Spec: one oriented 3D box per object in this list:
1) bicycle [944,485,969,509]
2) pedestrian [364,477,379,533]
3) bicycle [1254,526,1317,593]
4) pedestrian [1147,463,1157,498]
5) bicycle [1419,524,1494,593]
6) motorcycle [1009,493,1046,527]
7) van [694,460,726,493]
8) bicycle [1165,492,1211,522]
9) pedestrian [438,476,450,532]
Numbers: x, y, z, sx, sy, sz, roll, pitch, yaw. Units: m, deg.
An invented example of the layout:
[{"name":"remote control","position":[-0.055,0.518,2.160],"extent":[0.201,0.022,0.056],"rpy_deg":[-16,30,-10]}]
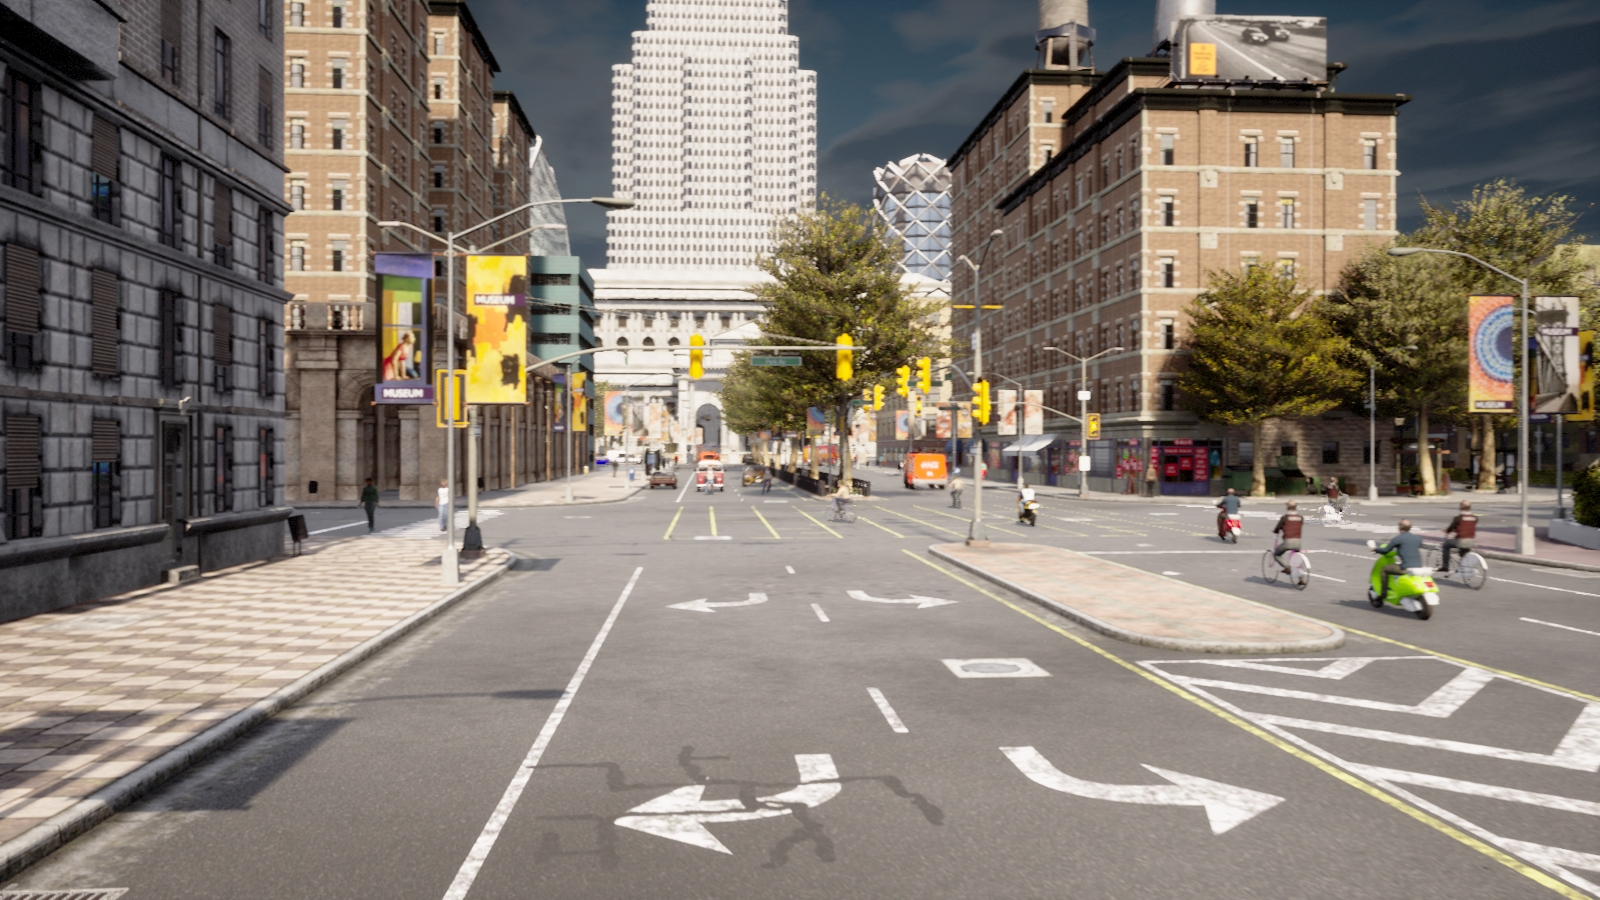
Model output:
[{"name":"bicycle","position":[7.360,2.215,53.780],"extent":[0.859,1.080,1.487],"rpy_deg":[0,0,-5]},{"name":"pedestrian","position":[-14.268,1.825,38.021],"extent":[0.375,1.860,0.375],"rpy_deg":[0,0,-5]},{"name":"bicycle","position":[9.815,2.189,23.140],"extent":[0.329,1.171,1.835],"rpy_deg":[0,0,-6]},{"name":"pedestrian","position":[19.058,1.645,61.810],"extent":[0.375,1.860,0.375],"rpy_deg":[0,0,-18]},{"name":"bicycle","position":[13.356,2.185,23.303],"extent":[0.329,1.171,1.835],"rpy_deg":[0,2,-5]},{"name":"motorcycle","position":[8.318,2.181,41.853],"extent":[0.803,1.145,2.033],"rpy_deg":[0,1,-5]},{"name":"van","position":[-5.940,1.728,75.408],"extent":[2.069,2.038,4.480],"rpy_deg":[0,0,-5]},{"name":"bicycle","position":[15.060,2.218,44.373],"extent":[1.487,1.080,0.859],"rpy_deg":[0,1,39]},{"name":"pedestrian","position":[-12.028,1.825,38.608],"extent":[0.375,1.860,0.375],"rpy_deg":[0,0,-11]}]
